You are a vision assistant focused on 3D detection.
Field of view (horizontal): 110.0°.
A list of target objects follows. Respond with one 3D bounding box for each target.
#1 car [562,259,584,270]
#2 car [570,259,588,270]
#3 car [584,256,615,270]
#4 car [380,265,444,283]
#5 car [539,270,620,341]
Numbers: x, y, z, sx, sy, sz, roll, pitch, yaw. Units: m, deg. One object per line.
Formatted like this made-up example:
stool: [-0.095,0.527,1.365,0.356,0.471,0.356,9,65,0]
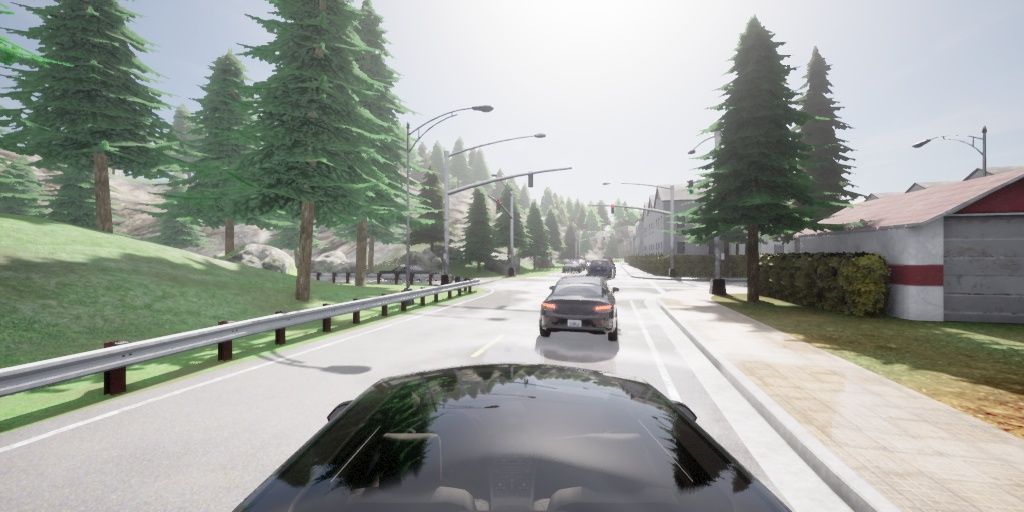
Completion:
car: [7.270,1.314,43.184,1.994,1.385,4.181,0,0,15]
car: [9.956,1.241,52.873,2.128,1.511,4.902,0,0,16]
car: [8.379,1.103,33.444,2.097,1.767,4.553,0,0,22]
car: [-7.730,1.366,27.964,4.718,1.301,1.895,0,0,15]
car: [1.939,1.276,9.902,1.812,1.442,4.674,0,0,15]
